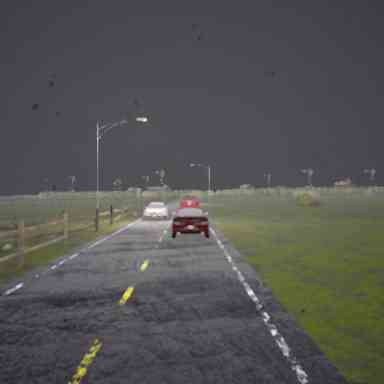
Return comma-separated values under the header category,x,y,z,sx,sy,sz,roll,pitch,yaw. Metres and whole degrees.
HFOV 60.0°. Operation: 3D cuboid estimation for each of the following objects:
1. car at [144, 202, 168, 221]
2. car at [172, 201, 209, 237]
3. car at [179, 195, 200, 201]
category,x,y,z,sx,sy,sz,roll,pitch,yaw
car,-3.033,1.609,28.708,1.812,1.442,4.674,0,0,-1
car,-0.088,1.523,18.344,1.882,1.535,5.008,0,0,-1
car,-0.281,1.315,37.671,2.150,2.045,5.566,0,0,-1
